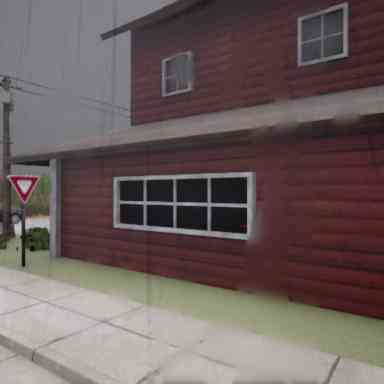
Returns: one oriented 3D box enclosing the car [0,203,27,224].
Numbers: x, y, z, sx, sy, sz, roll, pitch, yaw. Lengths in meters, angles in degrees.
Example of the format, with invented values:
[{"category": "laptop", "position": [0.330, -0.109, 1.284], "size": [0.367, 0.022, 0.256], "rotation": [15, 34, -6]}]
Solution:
[{"category": "car", "position": [-14.041, 1.515, 22.906], "size": [1.837, 1.490, 4.892], "rotation": [0, 0, 36]}]
